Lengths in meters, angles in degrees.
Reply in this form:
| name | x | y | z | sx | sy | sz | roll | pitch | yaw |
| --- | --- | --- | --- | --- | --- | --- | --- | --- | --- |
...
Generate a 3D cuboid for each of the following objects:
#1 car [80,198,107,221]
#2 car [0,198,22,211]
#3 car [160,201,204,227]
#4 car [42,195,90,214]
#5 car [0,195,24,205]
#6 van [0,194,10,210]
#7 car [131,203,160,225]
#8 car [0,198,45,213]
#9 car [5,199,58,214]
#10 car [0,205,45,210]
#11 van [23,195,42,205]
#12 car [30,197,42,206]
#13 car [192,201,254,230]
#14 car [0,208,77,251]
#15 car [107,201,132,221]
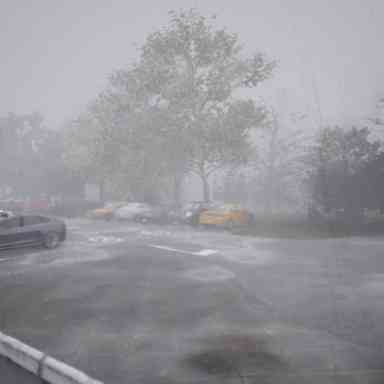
| name | x | y | z | sx | sy | sz | roll | pitch | yaw |
| --- | --- | --- | --- | --- | --- | --- | --- | --- | --- |
| car | -6.515 | 1.551 | 28.502 | 1.946 | 1.575 | 5.366 | 0 | 0 | 36 |
| car | -24.324 | 1.519 | 41.675 | 2.097 | 1.535 | 5.008 | 0 | 0 | 36 |
| car | 0.236 | 1.463 | 23.866 | 2.185 | 1.767 | 4.553 | 0 | 0 | 36 |
| car | -10.870 | 1.279 | 31.930 | 2.435 | 2.045 | 5.566 | 0 | 0 | 36 |
| car | -11.845 | 1.323 | 16.471 | 2.435 | 2.045 | 5.566 | 0 | 0 | 36 |
| van | -26.500 | 1.306 | 43.394 | 1.878 | 1.987 | 4.442 | 0 | 0 | 36 |
| car | -1.941 | 1.607 | 25.372 | 2.163 | 1.488 | 4.792 | 0 | 0 | 36 |
| car | -19.830 | 1.533 | 38.440 | 2.163 | 1.488 | 4.792 | 0 | 0 | 36 |
| car | -17.694 | 1.533 | 36.888 | 2.163 | 1.488 | 4.792 | 0 | 0 | 36 |
| car | -9.613 | 1.586 | 14.822 | 2.097 | 1.535 | 5.008 | 0 | 0 | 36 |
| van | -15.400 | 1.283 | 35.330 | 1.878 | 1.987 | 4.442 | 0 | 0 | 36 |
| car | -13.145 | 1.549 | 33.513 | 2.163 | 1.488 | 4.792 | 0 | 0 | 36 |
| car | 2.456 | 1.600 | 22.208 | 2.097 | 1.535 | 5.008 | 0 | 0 | 36 |
| car | -7.388 | 1.628 | 13.162 | 2.163 | 1.488 | 4.792 | 0 | 0 | 36 |
| car | -4.166 | 1.606 | 27.022 | 2.002 | 1.452 | 4.674 | 0 | 0 | 36 |
